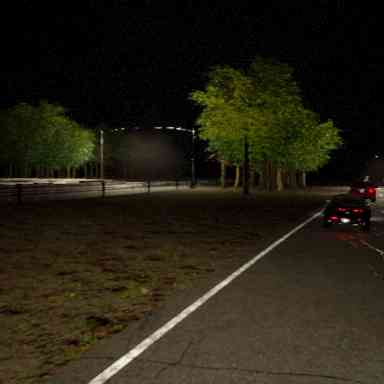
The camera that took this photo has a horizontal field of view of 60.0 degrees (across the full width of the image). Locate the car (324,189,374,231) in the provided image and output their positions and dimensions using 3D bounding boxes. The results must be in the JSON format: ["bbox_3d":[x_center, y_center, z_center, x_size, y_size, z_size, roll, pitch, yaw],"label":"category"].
[{"bbox_3d":[7.515,0.843,15.932,1.837,1.490,4.892,3,3,28],"label":"car"}]

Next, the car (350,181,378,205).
[{"bbox_3d":[16.567,-0.060,32.175,2.150,2.045,5.566,3,3,30],"label":"car"}]
